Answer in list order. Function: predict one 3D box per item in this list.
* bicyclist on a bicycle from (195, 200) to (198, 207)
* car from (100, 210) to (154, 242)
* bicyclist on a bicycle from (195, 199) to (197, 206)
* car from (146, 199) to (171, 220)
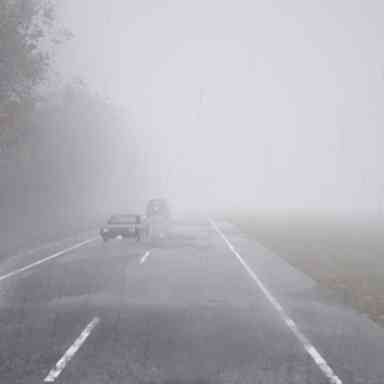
[{"bbox_3d":[0.960,2.473,72.562,0.582,1.620,1.656,0,-1,0],"label":"bicyclist on a bicycle"},{"bbox_3d":[-3.402,1.852,17.811,1.895,1.301,4.718,0,-1,0],"label":"car"},{"bbox_3d":[0.958,2.517,81.558,0.659,1.776,1.843,0,-1,0],"label":"bicyclist on a bicycle"},{"bbox_3d":[-3.402,1.703,34.210,2.150,2.045,5.566,0,-1,0],"label":"car"}]
